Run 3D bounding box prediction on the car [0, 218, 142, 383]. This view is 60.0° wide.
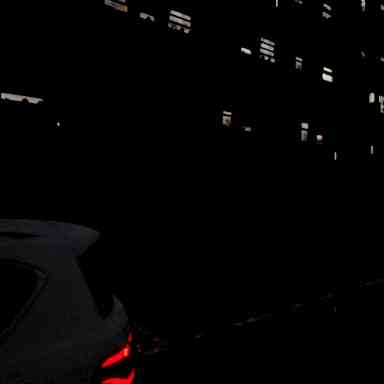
[{"bbox_3d":[-2.900,1.221,1.314,5.566,2.045,2.150,0,0,-35],"label":"car"}]
